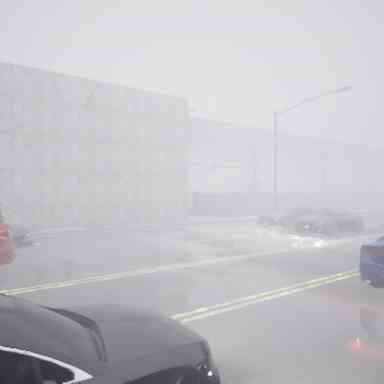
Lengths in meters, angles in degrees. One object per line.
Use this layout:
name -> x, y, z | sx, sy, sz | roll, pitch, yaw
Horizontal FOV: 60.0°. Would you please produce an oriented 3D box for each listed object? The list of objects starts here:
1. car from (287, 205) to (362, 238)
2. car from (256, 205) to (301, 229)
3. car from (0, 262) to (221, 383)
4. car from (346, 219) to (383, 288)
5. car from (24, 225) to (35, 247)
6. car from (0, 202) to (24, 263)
car -> 7.383, 1.565, 17.843 | 4.181, 1.385, 1.994 | 0, 0, -35
car -> 6.612, 1.548, 21.591 | 5.357, 1.411, 2.033 | 0, 0, -35
car -> -1.985, 1.502, 2.330 | 4.892, 1.490, 1.837 | 1, 0, -35
car -> 6.038, 1.478, 8.046 | 5.008, 1.535, 1.882 | 0, 0, -35
car -> -8.233, 1.547, 11.017 | 5.357, 1.411, 2.033 | 0, 0, -35
car -> -7.122, 1.222, 7.510 | 5.566, 2.045, 2.150 | 0, 0, -35
